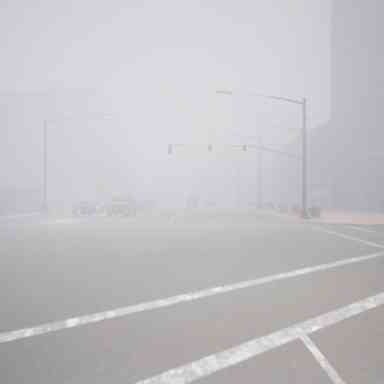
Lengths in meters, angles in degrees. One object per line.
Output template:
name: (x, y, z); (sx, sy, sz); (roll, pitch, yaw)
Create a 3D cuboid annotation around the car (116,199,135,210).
car: (-10.539, 1.936, 53.016); (1.882, 1.535, 5.008); (0, -1, 0)

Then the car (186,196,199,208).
car: (0.014, 1.849, 62.087); (2.150, 2.045, 5.566); (0, -1, 0)

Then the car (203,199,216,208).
car: (3.513, 2.167, 62.468); (1.812, 1.442, 4.674); (0, -1, 0)

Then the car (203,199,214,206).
car: (3.515, 2.273, 72.469); (2.033, 1.411, 5.357); (0, -1, 0)

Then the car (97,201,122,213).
car: (-10.553, 1.896, 42.872); (1.895, 1.301, 4.718); (0, -1, 0)

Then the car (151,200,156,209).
car: (-7.042, 1.954, 53.652); (1.882, 1.535, 5.008); (0, -1, 1)

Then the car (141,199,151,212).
car: (-7.047, 1.666, 43.612); (2.097, 1.767, 4.553); (0, -1, 0)

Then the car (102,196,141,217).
car: (-7.061, 1.404, 33.973); (2.150, 2.045, 5.566); (0, -1, 0)

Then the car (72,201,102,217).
car: (-10.560, 1.659, 33.601); (2.128, 1.511, 4.902); (0, -1, 0)
